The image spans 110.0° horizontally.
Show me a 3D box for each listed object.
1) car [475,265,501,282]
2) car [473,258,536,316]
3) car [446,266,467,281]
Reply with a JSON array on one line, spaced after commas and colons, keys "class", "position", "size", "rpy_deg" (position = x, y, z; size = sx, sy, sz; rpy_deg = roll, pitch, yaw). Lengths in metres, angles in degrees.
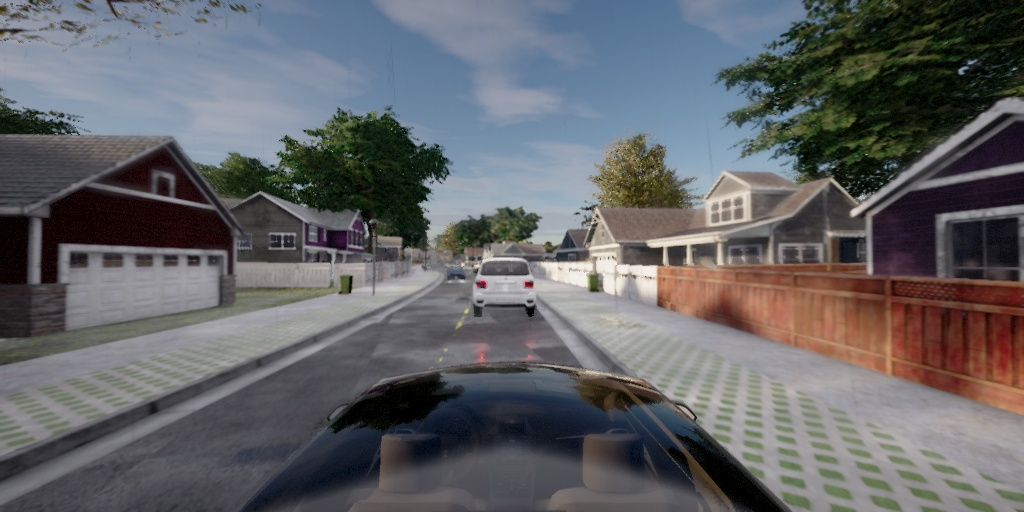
[{"class": "car", "position": [-2.374, 1.650, 34.406], "size": [2.033, 1.411, 5.357], "rpy_deg": [0, -1, -8]}, {"class": "car", "position": [-0.348, 1.104, 14.191], "size": [2.150, 2.045, 5.566], "rpy_deg": [0, -1, -3]}, {"class": "car", "position": [-5.616, 1.671, 36.186], "size": [2.033, 1.411, 5.357], "rpy_deg": [0, -1, -9]}]
